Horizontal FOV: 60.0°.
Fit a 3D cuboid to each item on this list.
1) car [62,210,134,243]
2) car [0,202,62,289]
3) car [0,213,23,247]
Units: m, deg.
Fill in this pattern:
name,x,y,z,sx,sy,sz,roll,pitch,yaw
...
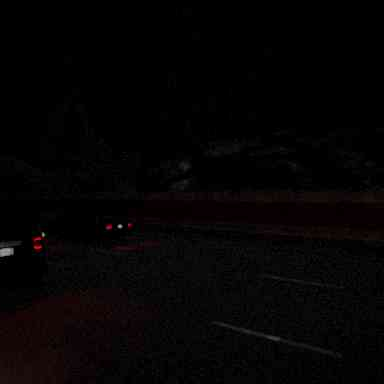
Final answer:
name,x,y,z,sx,sy,sz,roll,pitch,yaw
car,-5.242,1.593,16.293,5.357,1.411,2.033,0,0,36
car,-5.805,1.256,8.074,5.566,2.045,2.150,0,0,36
car,-9.959,1.658,15.374,4.718,1.301,1.895,0,0,36
